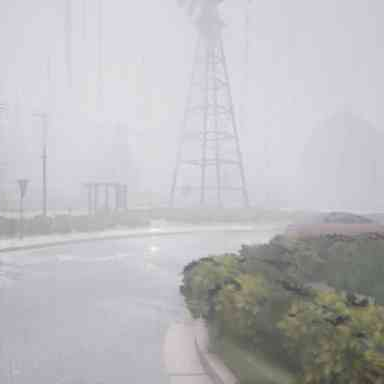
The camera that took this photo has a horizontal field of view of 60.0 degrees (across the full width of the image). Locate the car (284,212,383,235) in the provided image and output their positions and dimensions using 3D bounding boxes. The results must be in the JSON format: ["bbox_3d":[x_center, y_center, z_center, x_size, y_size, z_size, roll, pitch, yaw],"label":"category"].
[{"bbox_3d":[6.097,1.547,14.319,4.181,1.385,1.994,0,0,12],"label":"car"}]
